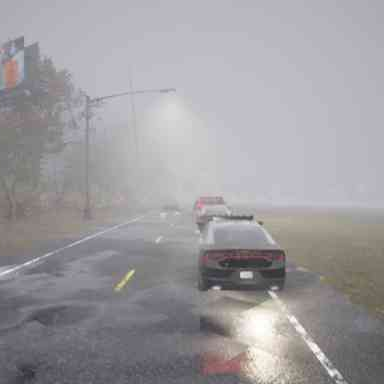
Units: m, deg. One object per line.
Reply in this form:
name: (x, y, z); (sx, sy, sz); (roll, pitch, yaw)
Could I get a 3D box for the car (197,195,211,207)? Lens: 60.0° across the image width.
car: (2.227, 1.540, 60.092); (2.150, 2.045, 5.566); (0, -1, 4)

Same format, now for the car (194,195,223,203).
car: (1.436, 1.280, 24.977); (2.150, 2.045, 5.566); (0, 0, 2)

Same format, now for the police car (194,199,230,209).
police car: (1.272, 1.455, 19.078); (1.930, 1.638, 5.238); (0, 0, 1)

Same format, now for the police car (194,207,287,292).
police car: (1.097, 1.429, 9.113); (1.930, 1.638, 5.238); (0, 0, 1)

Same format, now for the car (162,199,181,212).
car: (-2.531, 1.642, 41.236); (1.882, 1.535, 5.008); (0, 0, 3)
